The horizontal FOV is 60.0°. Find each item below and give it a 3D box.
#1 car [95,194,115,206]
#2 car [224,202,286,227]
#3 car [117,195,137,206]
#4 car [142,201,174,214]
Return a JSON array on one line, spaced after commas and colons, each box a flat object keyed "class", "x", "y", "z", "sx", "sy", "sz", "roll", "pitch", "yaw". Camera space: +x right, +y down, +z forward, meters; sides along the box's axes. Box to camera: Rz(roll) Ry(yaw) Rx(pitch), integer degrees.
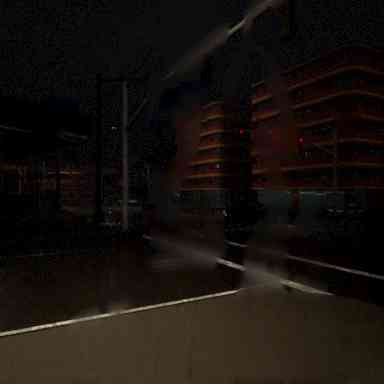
[{"class": "car", "x": -14.600, "y": 1.525, "z": 54.302, "sx": 1.812, "sy": 1.442, "sz": 4.674, "roll": 0, "pitch": 0, "yaw": -30}, {"class": "car", "x": 4.180, "y": 1.506, "z": 22.834, "sx": 1.837, "sy": 1.490, "sz": 4.892, "roll": 0, "pitch": 0, "yaw": -34}, {"class": "car", "x": -10.813, "y": 1.601, "z": 55.084, "sx": 1.895, "sy": 1.301, "sz": 4.718, "roll": 0, "pitch": 0, "yaw": -31}, {"class": "car", "x": -3.703, "y": 1.601, "z": 35.733, "sx": 1.895, "sy": 1.301, "sz": 4.718, "roll": 0, "pitch": 0, "yaw": -31}]
